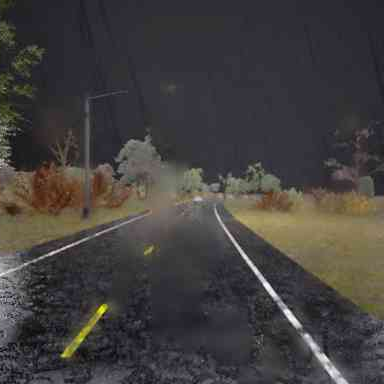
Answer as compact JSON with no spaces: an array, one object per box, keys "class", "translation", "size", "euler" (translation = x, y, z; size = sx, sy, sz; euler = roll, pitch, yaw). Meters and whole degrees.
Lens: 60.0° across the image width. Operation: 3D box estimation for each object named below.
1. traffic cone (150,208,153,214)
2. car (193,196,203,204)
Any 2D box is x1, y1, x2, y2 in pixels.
[{"class":"traffic cone","translation":[-4.129,1.973,34.073],"size":[0.340,0.580,0.340],"euler":[0,0,3]},{"class":"car","translation":[1.337,1.665,70.042],"size":[1.812,1.442,4.674],"euler":[0,0,5]}]
